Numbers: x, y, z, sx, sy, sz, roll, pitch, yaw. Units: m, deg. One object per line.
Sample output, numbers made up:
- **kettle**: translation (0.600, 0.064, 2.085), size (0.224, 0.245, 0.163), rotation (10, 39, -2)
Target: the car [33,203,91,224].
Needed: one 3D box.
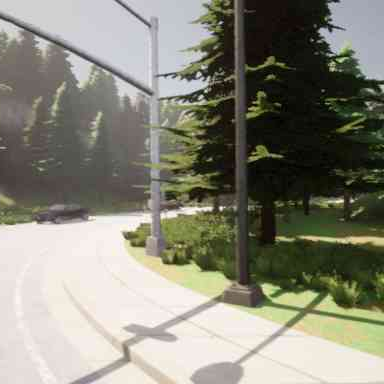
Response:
- **car**: translation (-10.115, 1.611, 26.213), size (1.882, 1.535, 5.008), rotation (-1, 0, 21)
